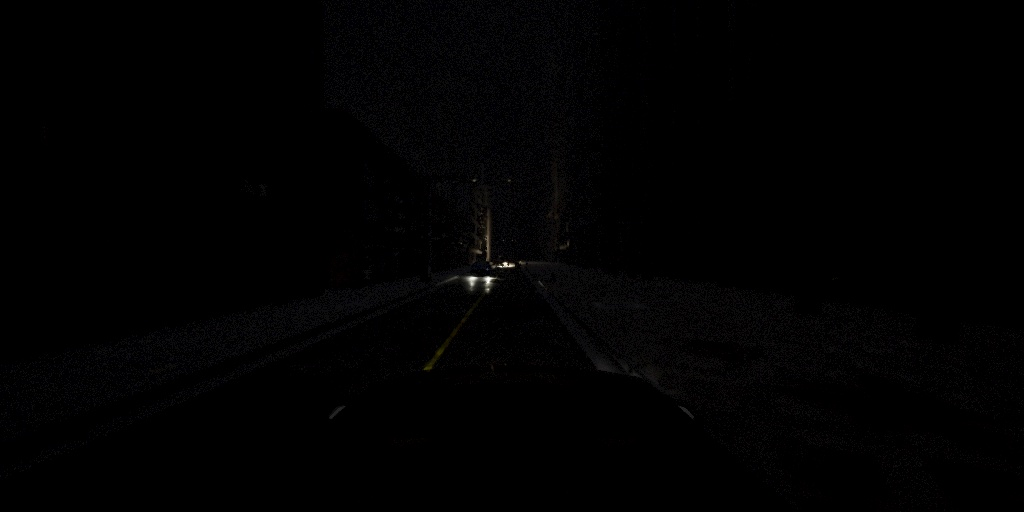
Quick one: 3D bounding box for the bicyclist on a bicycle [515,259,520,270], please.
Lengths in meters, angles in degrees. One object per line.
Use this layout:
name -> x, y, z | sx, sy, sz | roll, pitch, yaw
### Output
bicyclist on a bicycle -> 0.834, 1.240, 52.436 | 0.866, 1.612, 1.509 | 0, 0, 0

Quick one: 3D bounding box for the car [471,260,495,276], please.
car -> -3.084, 1.238, 36.727 | 1.882, 1.535, 5.008 | 0, 0, 0
